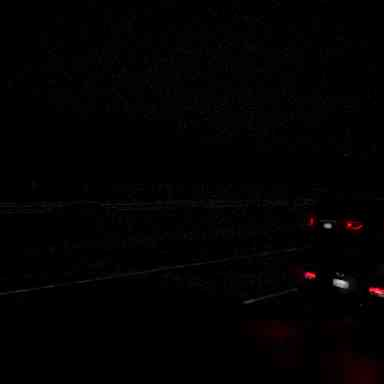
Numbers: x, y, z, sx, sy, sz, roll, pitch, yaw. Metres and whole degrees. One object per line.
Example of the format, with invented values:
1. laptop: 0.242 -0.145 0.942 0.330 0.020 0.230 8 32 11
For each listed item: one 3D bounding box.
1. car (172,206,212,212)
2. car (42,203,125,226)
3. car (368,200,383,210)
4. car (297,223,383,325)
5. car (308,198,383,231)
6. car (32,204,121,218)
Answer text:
1. car: -0.189 1.580 20.949 4.181 1.385 1.994 0 0 -35
2. car: -7.807 1.551 24.172 5.357 1.411 2.033 0 0 -35
3. car: 27.770 1.803 48.171 4.718 1.301 1.895 1 0 -33
4. car: 4.499 1.561 6.909 5.357 1.411 2.033 0 0 -35
5. car: 6.797 1.246 12.782 5.566 2.045 2.150 0 0 -35
6. car: -6.971 1.550 20.487 5.357 1.411 2.033 0 0 -35
